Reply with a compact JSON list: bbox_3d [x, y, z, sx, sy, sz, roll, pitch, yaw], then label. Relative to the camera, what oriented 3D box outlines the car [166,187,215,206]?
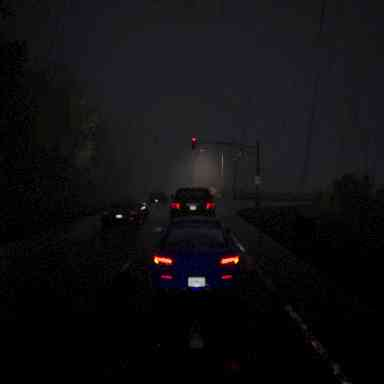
[{"bbox_3d":[0.036,0.736,17.621,2.150,2.045,5.566,0,2,0],"label":"car"}]

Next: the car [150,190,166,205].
[{"bbox_3d":[-3.533,0.530,35.520,1.837,1.490,4.892,0,2,0],"label":"car"}]

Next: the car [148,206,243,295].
[{"bbox_3d":[0.076,1.304,7.967,1.812,1.442,4.674,0,2,0],"label":"car"}]

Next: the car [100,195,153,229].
[{"bbox_3d":[-3.466,1.074,17.771,1.994,1.385,4.181,0,2,0],"label":"car"}]
